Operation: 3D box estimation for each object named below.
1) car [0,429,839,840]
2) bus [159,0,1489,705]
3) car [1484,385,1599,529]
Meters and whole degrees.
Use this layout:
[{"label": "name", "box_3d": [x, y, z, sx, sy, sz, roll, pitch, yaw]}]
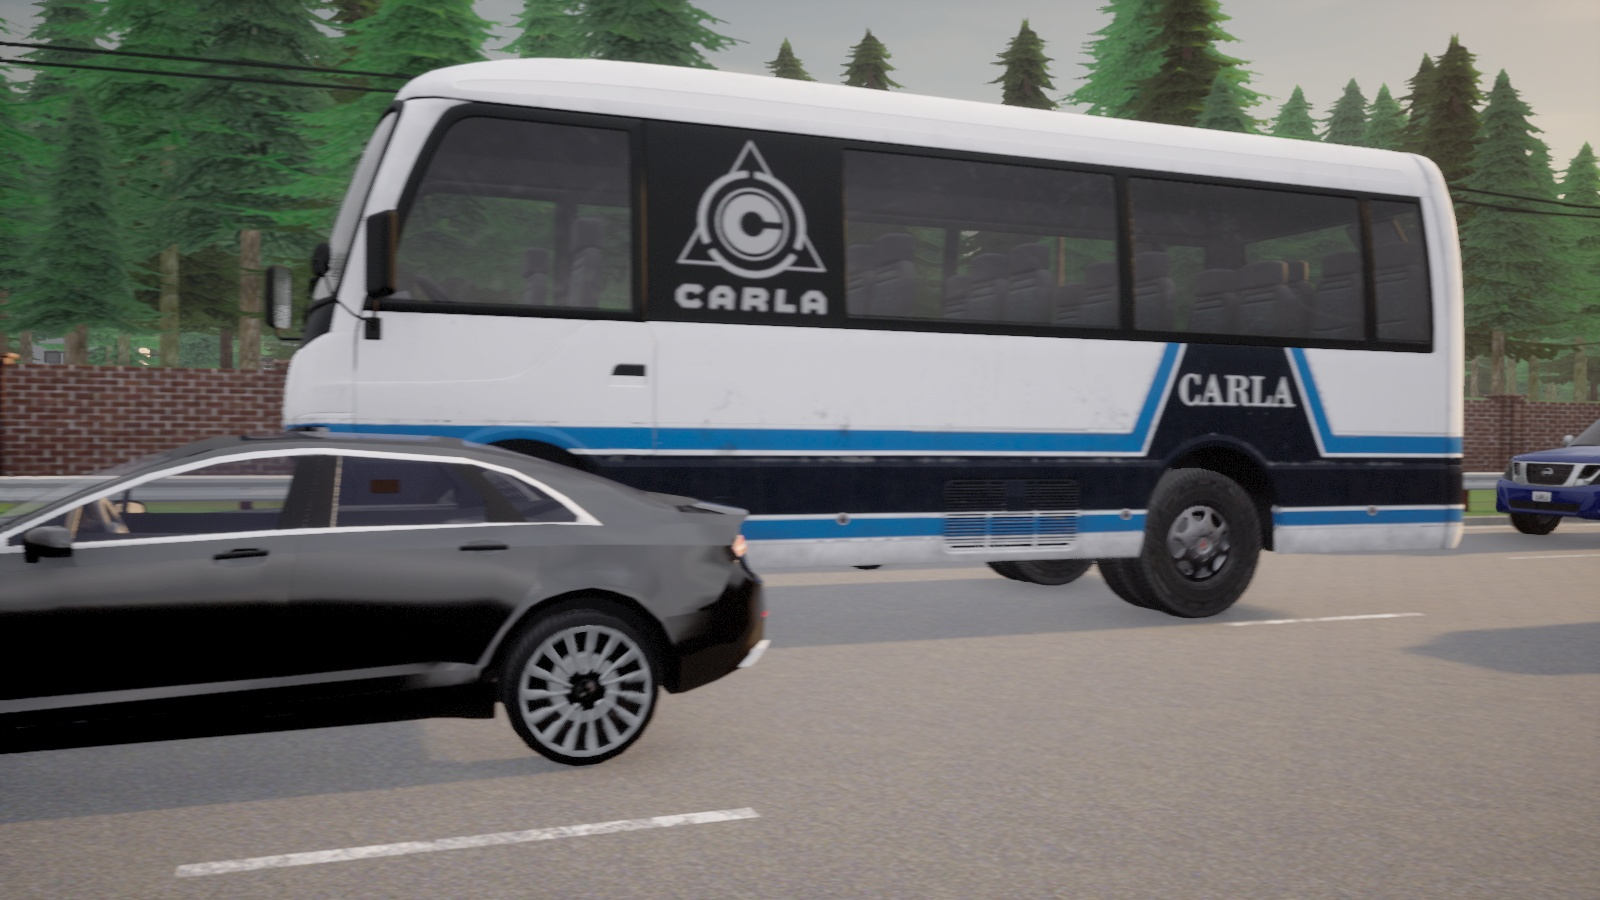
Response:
[{"label": "car", "box_3d": [-2.492, 0.683, 6.035, 4.902, 1.511, 2.128, -1, 1, -21]}, {"label": "bus", "box_3d": [0.454, -0.760, 10.880, 10.273, 4.253, 3.944, -1, 1, -21]}, {"label": "car", "box_3d": [13.713, 0.050, 19.668, 5.566, 2.045, 2.150, -1, 1, -21]}]
